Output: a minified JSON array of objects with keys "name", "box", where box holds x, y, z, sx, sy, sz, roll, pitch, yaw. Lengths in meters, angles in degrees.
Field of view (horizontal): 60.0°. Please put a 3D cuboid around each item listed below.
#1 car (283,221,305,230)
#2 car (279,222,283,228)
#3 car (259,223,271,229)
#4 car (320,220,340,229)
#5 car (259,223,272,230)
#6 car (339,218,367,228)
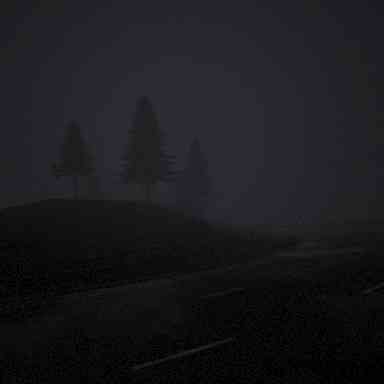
[{"name":"car","box":[21.311,7.166,69.853,1.994,1.385,4.181,-3,-6,-3]},{"name":"car","box":[23.991,8.413,86.101,2.097,1.767,4.553,-3,-6,-3]},{"name":"car","box":[20.183,9.423,92.500,1.882,1.535,5.008,-3,-6,-3]},{"name":"car","box":[25.242,5.954,61.034,1.882,1.535,5.008,-3,-6,-3]},{"name":"car","box":[17.336,8.161,79.227,2.097,1.767,4.553,-3,-6,-3]},{"name":"car","box":[28.833,5.392,59.007,2.097,1.767,4.553,-3,-6,-3]}]
